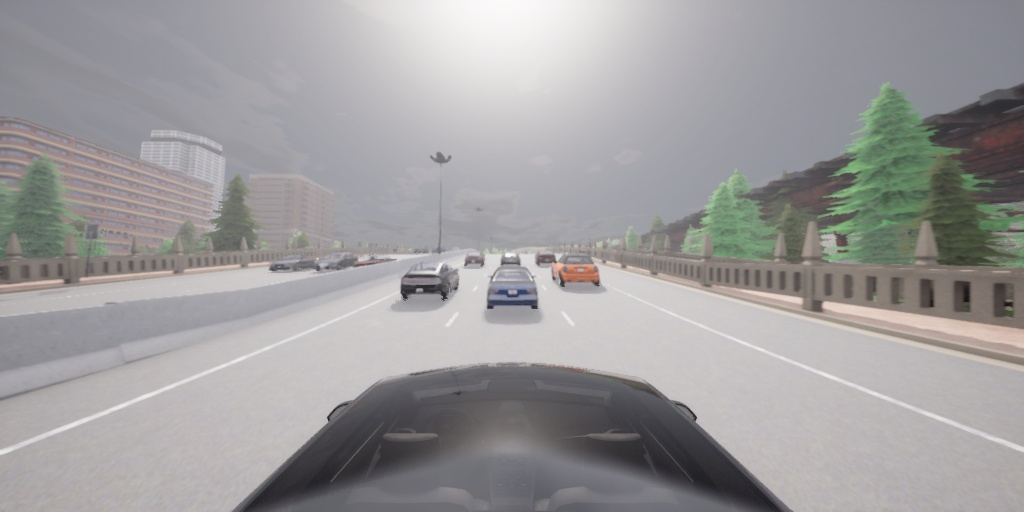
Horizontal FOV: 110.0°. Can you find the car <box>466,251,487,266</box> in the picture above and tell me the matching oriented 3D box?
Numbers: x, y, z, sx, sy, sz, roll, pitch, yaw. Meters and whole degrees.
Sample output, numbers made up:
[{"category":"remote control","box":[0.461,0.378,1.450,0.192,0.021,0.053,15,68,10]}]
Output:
[{"category":"car","box":[-3.635,0.233,35.794,1.812,1.442,4.674,0,2,0]}]

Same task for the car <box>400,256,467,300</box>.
[{"category":"car","box":[-3.498,0.985,15.939,2.128,1.511,4.902,0,3,0]}]

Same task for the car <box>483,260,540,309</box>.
[{"category":"car","box":[0.014,1.107,13.984,2.033,1.411,5.357,0,2,0]}]

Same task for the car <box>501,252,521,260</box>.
[{"category":"car","box":[-0.135,0.264,35.805,1.994,1.385,4.181,0,2,0]}]

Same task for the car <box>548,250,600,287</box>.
[{"category":"car","box":[3.476,0.653,20.330,2.097,1.767,4.553,0,2,0]}]

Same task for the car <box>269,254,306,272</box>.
[{"category":"car","box":[-17.783,0.557,29.354,1.994,1.385,4.181,0,2,0]}]

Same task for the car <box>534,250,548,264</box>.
[{"category":"car","box":[3.359,0.134,36.693,1.882,1.535,5.008,0,2,0]}]

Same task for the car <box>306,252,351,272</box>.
[{"category":"car","box":[-14.284,0.472,29.482,2.128,1.511,4.902,0,2,0]}]

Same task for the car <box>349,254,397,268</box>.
[{"category":"car","box":[-10.778,0.611,28.530,1.895,1.301,4.718,0,2,0]}]
